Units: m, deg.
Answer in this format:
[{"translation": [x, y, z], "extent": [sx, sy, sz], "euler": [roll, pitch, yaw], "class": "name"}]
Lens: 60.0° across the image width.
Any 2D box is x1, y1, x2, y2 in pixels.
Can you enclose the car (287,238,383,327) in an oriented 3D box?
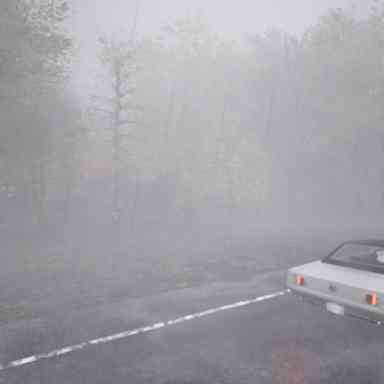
[{"translation": [4.149, 1.618, 6.709], "extent": [4.718, 1.301, 1.895], "euler": [0, 0, -35], "class": "car"}]
